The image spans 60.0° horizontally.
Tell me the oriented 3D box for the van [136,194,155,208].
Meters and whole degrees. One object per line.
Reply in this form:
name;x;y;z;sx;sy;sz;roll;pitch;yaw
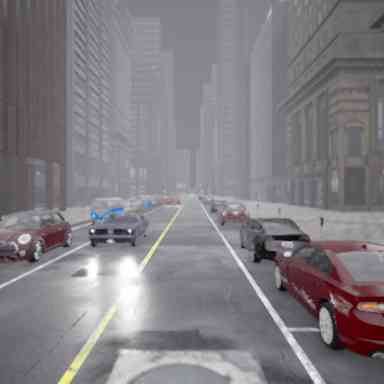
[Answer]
van;-5.766;1.262;39.885;1.690;1.788;3.998;0;0;0

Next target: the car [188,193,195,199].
car;0.002;1.234;93.982;1.812;1.442;4.674;0;0;0

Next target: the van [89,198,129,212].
van;-5.766;1.293;22.975;1.690;1.788;3.998;0;0;0

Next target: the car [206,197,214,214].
car;2.760;1.496;34.255;1.947;1.339;4.313;0;0;0

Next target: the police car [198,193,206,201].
police car;2.367;1.291;75.073;1.930;1.638;5.238;0;0;0

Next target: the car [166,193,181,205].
car;-3.058;1.115;55.837;2.150;2.045;5.566;0;0;1

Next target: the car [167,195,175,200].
car;-5.764;1.432;90.615;1.802;1.307;4.206;0;0;0

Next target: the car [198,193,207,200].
car;2.759;1.165;90.618;2.192;1.841;5.009;0;0;0

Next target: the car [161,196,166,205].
car;-5.766;1.217;51.159;2.192;1.841;5.009;0;0;0

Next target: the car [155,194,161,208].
car;-5.765;1.351;45.522;1.967;1.590;4.097;0;0;0

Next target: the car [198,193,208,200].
car;2.759;1.170;84.981;2.192;1.841;5.009;0;0;0

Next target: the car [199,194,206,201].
car;2.761;1.465;62.437;1.802;1.307;4.206;0;0;0

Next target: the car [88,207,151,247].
car;-3.101;1.569;14.902;1.895;1.301;4.718;0;0;0

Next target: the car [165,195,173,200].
car;-5.764;1.381;84.809;1.752;1.417;4.829;0;0;0

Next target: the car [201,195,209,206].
car;2.760;1.484;51.165;1.802;1.307;4.206;0;0;0

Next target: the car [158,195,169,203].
car;-5.764;1.426;68.068;2.008;1.369;4.403;0;0;0

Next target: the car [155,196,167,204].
car;-5.764;1.449;62.432;1.947;1.339;4.313;0;0;0

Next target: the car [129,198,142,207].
car;-5.765;1.466;28.443;1.752;1.417;4.829;0;0;0

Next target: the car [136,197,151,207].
car;-5.765;1.481;34.249;2.008;1.369;4.403;0;0;0

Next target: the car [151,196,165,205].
car;-5.764;1.458;56.796;1.947;1.339;4.313;0;0;0

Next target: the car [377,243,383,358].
car;2.759;1.314;0.438;2.192;1.841;5.009;0;0;0

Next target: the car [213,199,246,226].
car;2.760;1.392;22.982;1.967;1.590;4.097;0;0;0

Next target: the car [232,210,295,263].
car;2.760;1.541;11.711;1.947;1.339;4.313;0;0;0

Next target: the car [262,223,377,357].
car;2.760;1.532;6.075;1.887;1.381;4.507;0;0;0

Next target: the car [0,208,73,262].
car;-5.766;1.415;11.703;1.967;1.590;4.097;0;0;0
